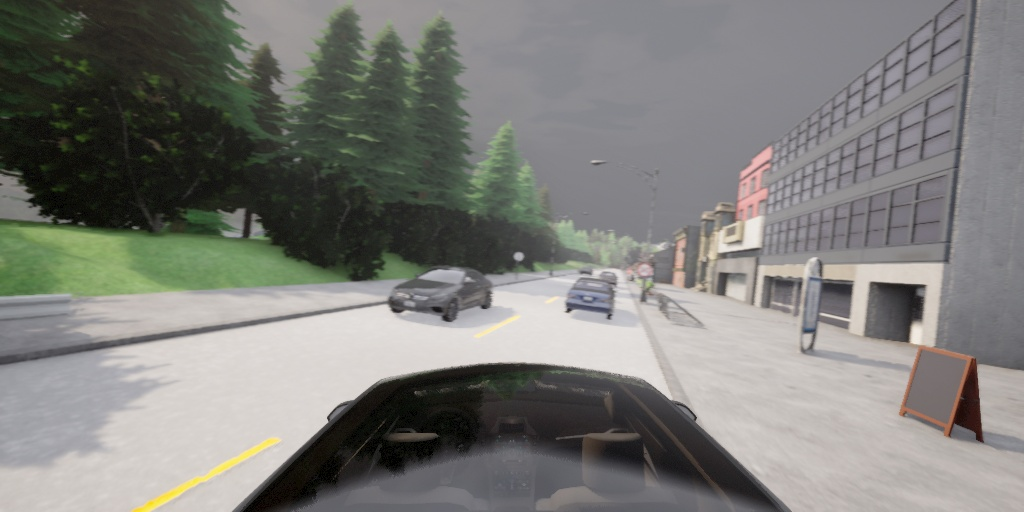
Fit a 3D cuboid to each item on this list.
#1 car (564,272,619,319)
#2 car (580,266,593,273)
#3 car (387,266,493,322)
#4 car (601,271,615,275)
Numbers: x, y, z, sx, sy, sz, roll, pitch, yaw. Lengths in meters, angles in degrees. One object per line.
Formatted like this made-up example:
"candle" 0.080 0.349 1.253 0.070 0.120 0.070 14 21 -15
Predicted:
"car" 3.425 1.642 15.216 2.033 1.411 5.357 6 0 17
"car" 12.403 2.509 59.645 1.837 1.490 4.892 6 0 17
"car" -1.981 1.047 11.503 1.812 1.442 4.674 6 0 16
"car" 9.444 2.262 35.335 2.033 1.411 5.357 6 0 17
